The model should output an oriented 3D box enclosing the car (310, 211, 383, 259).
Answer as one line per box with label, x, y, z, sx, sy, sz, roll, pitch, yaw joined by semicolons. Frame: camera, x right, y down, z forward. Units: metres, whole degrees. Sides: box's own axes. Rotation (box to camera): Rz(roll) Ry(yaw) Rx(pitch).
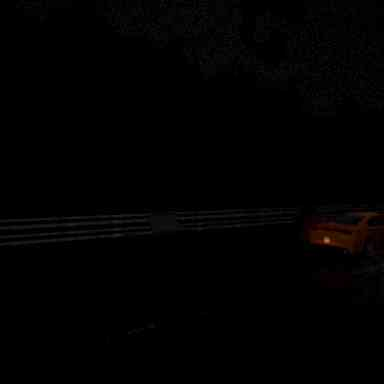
car;6.609;1.483;12.754;5.008;1.535;1.882;0;1;-35
